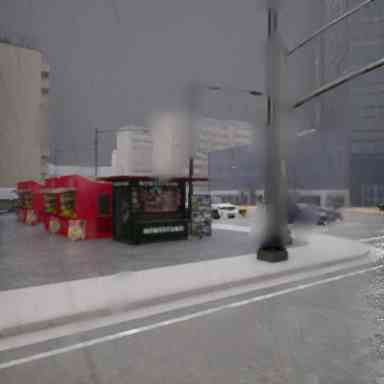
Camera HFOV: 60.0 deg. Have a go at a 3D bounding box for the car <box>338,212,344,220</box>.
[{"bbox_3d":[9.443,1.712,27.149,2.033,1.411,5.357,0,-1,-36],"label":"car"}]

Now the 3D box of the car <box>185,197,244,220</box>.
[{"bbox_3d":[1.910,1.471,31.574,2.150,2.045,5.566,0,-1,-36],"label":"car"}]

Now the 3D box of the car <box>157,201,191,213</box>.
[{"bbox_3d":[-2.407,1.925,43.505,2.128,1.511,4.902,0,-1,-36],"label":"car"}]

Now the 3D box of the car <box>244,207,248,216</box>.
[{"bbox_3d":[3.677,1.759,35.095,1.882,1.535,5.008,0,-1,-36],"label":"car"}]

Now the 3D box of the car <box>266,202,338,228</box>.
[{"bbox_3d":[7.543,1.490,23.804,2.097,1.767,4.553,0,-1,-36],"label":"car"}]
